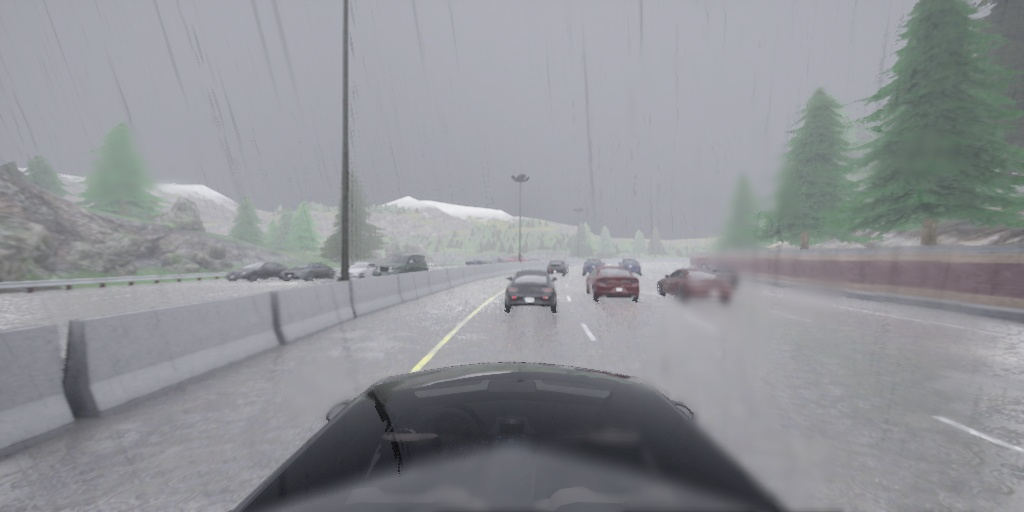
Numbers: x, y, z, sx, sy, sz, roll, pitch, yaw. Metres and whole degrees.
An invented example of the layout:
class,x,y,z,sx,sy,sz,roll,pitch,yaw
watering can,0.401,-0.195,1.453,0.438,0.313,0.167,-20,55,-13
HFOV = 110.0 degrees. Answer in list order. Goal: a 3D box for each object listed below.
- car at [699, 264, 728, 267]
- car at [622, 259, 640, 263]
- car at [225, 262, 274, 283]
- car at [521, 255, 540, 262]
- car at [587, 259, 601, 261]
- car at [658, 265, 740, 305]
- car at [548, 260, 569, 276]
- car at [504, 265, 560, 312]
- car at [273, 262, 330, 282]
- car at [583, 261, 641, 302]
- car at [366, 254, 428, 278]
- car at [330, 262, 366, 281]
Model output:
class,x,y,z,sx,sy,sz,roll,pitch,yaw
car,12.514,1.229,22.709,2.128,1.511,4.902,0,0,9
car,12.410,1.051,37.963,2.097,1.767,4.553,0,0,16
car,-18.873,1.154,26.961,1.812,1.442,4.674,0,0,9
car,3.667,1.103,64.988,2.128,1.511,4.902,0,0,25
car,8.464,1.042,36.813,2.097,1.767,4.553,0,0,15
car,8.025,1.265,16.033,1.812,1.442,4.674,0,0,6
car,4.609,1.185,35.939,1.837,1.490,4.892,0,0,14
car,0.777,1.248,13.924,1.812,1.442,4.674,0,0,5
car,-15.298,1.203,27.122,1.994,1.385,4.181,0,0,10
car,4.622,1.204,16.998,1.882,1.535,5.008,0,0,6
car,-8.243,0.884,27.066,2.150,2.045,5.566,0,0,10
car,-11.622,1.174,27.982,1.812,1.442,4.674,0,0,10
